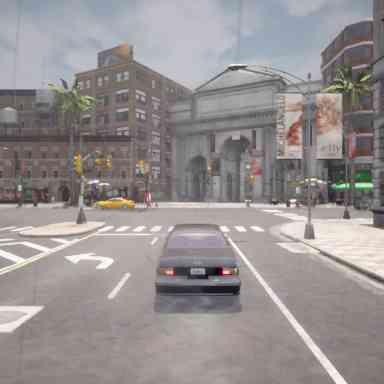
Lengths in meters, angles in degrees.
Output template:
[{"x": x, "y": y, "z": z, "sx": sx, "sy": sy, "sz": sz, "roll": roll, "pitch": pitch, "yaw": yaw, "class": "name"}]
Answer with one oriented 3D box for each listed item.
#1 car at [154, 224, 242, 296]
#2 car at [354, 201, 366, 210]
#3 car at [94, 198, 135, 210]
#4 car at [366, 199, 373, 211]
[{"x": 0.114, "y": 1.547, "z": 8.800, "sx": 2.033, "sy": 1.411, "sz": 5.357, "roll": 0, "pitch": 0, "yaw": 0, "class": "car"}, {"x": 22.293, "y": 1.564, "z": 41.017, "sx": 4.181, "sy": 1.385, "sz": 1.994, "roll": 0, "pitch": 0, "yaw": 0, "class": "car"}, {"x": -9.618, "y": 1.477, "z": 41.365, "sx": 5.008, "sy": 1.535, "sz": 1.882, "roll": 0, "pitch": 0, "yaw": 1, "class": "car"}, {"x": 22.719, "y": 1.526, "z": 37.518, "sx": 4.674, "sy": 1.442, "sz": 1.812, "roll": 0, "pitch": 0, "yaw": 1, "class": "car"}]
